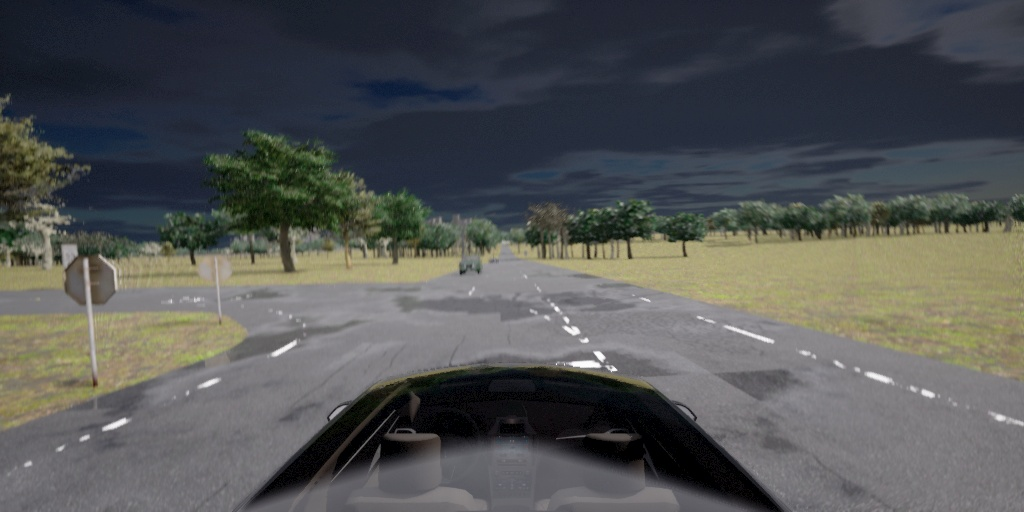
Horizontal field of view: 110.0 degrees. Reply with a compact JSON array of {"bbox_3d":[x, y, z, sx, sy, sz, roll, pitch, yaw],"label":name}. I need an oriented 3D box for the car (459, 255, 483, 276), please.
[{"bbox_3d":[-4.328,0.941,38.241,2.150,2.045,5.566,-3,0,-1],"label":"car"}]
